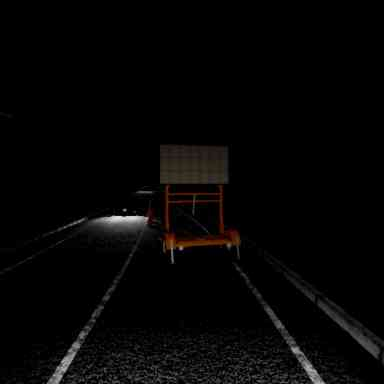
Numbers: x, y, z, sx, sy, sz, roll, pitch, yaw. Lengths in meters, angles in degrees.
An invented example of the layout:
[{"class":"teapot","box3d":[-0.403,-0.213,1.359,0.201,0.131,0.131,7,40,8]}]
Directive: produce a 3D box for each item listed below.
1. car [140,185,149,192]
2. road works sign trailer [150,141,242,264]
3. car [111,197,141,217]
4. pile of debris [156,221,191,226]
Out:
[{"class":"car","box3d":[-11.133,-0.835,78.914,1.812,1.442,4.674,0,4,-7]},{"class":"road works sign trailer","box3d":[0.036,0.174,10.845,2.380,3.560,2.880,-1,1,-16]},{"class":"car","box3d":[-5.018,1.110,25.695,1.994,1.385,4.181,0,0,-7]},{"class":"pile of debris","box3d":[-1.073,1.743,18.463,1.860,0.140,1.500,0,1,-5]}]
